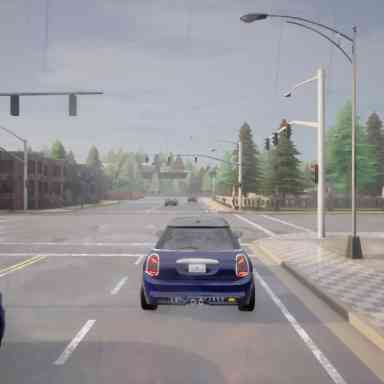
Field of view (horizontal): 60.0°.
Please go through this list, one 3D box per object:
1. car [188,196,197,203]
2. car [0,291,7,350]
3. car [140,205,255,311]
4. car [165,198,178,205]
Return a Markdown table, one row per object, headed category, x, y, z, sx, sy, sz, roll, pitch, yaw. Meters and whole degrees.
| category | x | y | z | sx | sy | sz | roll | pitch | yaw |
| --- | --- | --- | --- | --- | --- | --- | --- | --- | --- |
| car | 0.062 | 1.505 | 68.219 | 1.837 | 1.490 | 4.892 | 0 | 0 | 0 |
| car | -3.440 | 1.478 | 2.479 | 1.882 | 1.535 | 5.008 | 0 | 0 | 0 |
| car | 0.161 | 1.352 | 7.931 | 2.097 | 1.767 | 4.553 | 0 | 0 | 2 |
| car | -3.343 | 1.601 | 55.103 | 1.895 | 1.301 | 4.718 | 0 | 0 | 0 |
